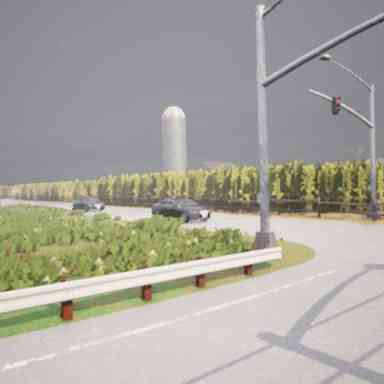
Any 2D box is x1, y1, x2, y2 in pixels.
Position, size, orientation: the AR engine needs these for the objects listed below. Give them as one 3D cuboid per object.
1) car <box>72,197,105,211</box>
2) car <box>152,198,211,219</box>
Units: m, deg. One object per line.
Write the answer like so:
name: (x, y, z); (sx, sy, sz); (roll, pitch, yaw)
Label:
car: (-10.478, 1.232, 33.488); (2.128, 1.511, 4.902); (-3, 2, -40)
car: (-0.817, 1.185, 22.123); (2.128, 1.511, 4.902); (-3, 2, -40)
